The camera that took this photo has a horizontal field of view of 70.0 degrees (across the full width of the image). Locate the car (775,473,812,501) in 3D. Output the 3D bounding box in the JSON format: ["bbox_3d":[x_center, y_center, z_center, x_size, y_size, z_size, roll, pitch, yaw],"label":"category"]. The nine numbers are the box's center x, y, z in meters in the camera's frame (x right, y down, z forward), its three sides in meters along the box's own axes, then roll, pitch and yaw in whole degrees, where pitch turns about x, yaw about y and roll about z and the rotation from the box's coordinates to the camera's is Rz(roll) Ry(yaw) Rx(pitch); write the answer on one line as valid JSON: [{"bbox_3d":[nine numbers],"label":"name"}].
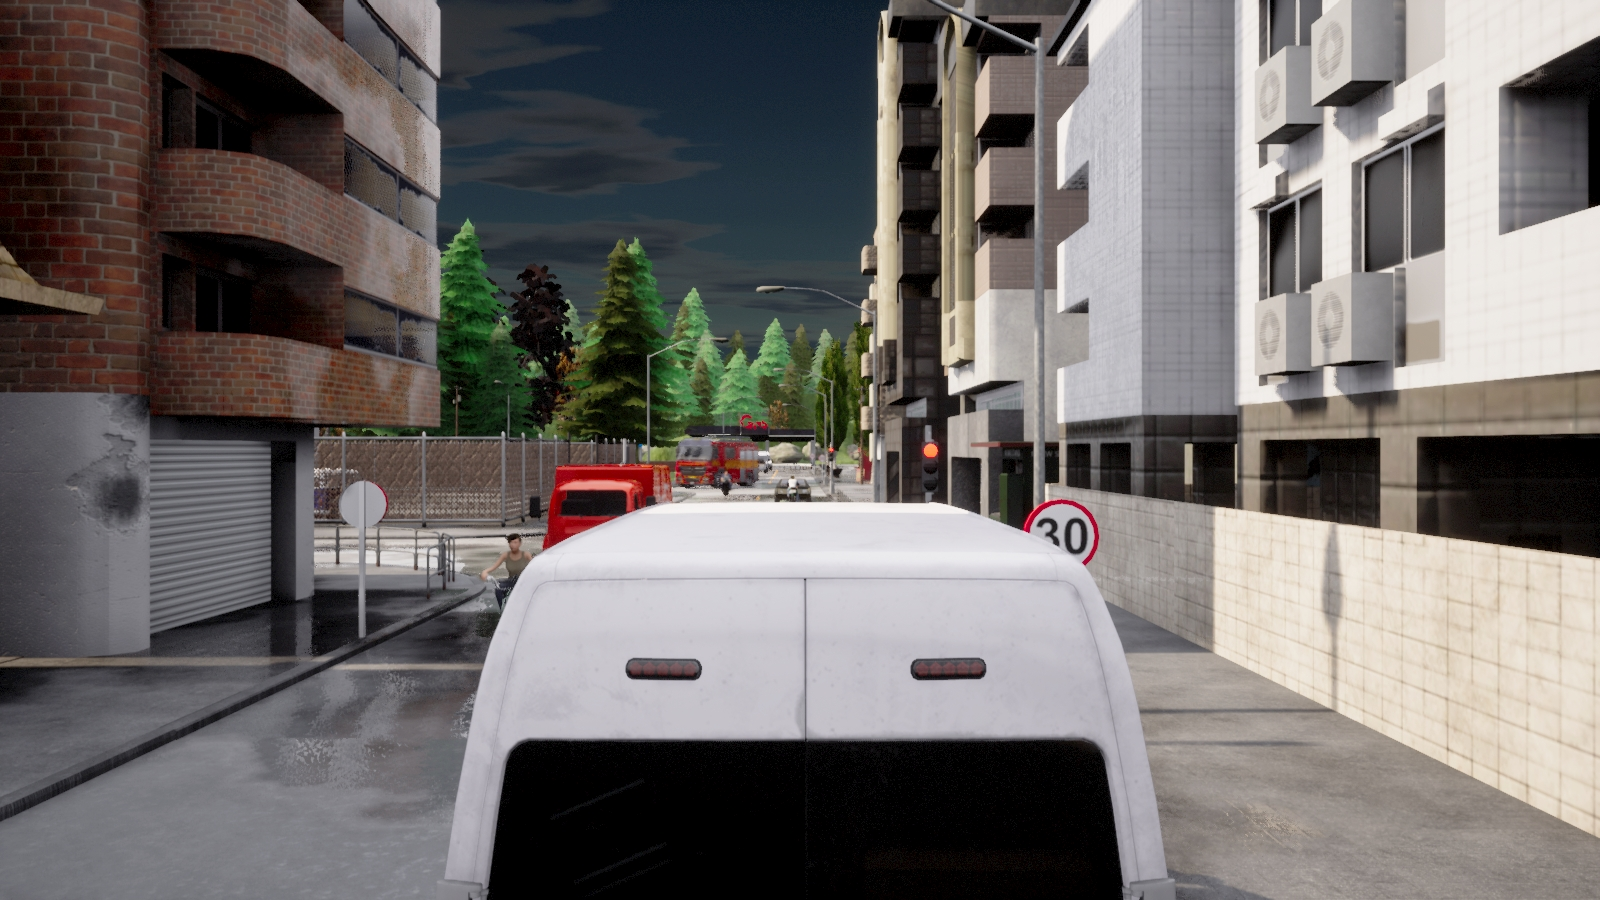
[{"bbox_3d":[-0.339,1.912,60.159,1.895,1.301,4.718,0,0,0],"label":"car"}]

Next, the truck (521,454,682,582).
[{"bbox_3d":[-4.121,1.338,24.803,2.627,2.467,5.204,0,0,0],"label":"truck"}]

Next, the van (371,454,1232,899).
[{"bbox_3d":[-0.009,1.312,5.597,1.988,2.561,5.915,0,0,0],"label":"van"}]

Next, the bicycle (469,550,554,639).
[{"bbox_3d":[-4.083,2.029,16.286,0.859,1.080,1.487,0,0,-1],"label":"bicycle"}]

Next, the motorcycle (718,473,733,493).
[{"bbox_3d":[-4.450,1.966,68.544,0.803,1.145,2.033,0,0,0],"label":"motorcycle"}]
